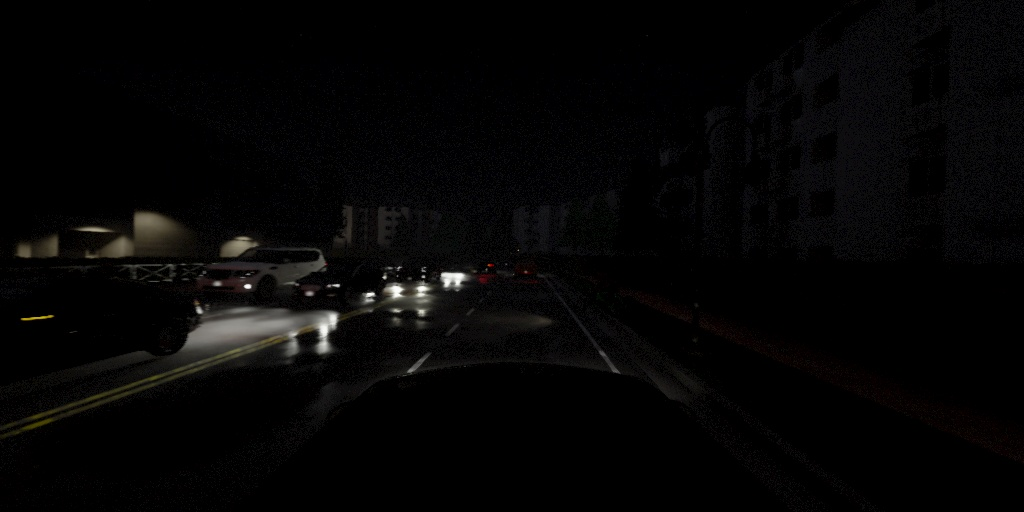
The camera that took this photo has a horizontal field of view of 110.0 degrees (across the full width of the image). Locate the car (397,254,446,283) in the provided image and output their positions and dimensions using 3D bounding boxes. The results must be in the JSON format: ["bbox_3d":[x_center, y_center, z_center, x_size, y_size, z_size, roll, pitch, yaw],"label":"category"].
[{"bbox_3d":[-6.271,0.811,24.516,2.097,1.767,4.553,2,0,2],"label":"car"}]

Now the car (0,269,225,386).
[{"bbox_3d":[-7.006,1.051,5.176,1.812,1.442,4.674,2,0,1],"label":"car"}]

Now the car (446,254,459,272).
[{"bbox_3d":[-5.936,0.563,29.290,1.837,1.490,4.892,2,0,2],"label":"car"}]

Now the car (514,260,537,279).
[{"bbox_3d":[1.191,1.128,31.448,1.882,1.535,5.008,2,0,1],"label":"car"}]

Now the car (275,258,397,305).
[{"bbox_3d":[-6.673,0.985,14.427,2.128,1.511,4.902,2,0,2],"label":"car"}]

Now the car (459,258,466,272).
[{"bbox_3d":[-6.001,0.899,38.045,2.128,1.511,4.902,2,0,-3],"label":"car"}]

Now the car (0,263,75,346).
[{"bbox_3d":[-10.546,0.923,5.398,1.837,1.490,4.892,2,0,2],"label":"car"}]

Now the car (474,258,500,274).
[{"bbox_3d":[-2.456,1.025,36.227,1.837,1.490,4.892,2,0,-1],"label":"car"}]

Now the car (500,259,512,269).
[{"bbox_3d":[-1.355,1.055,50.134,1.994,1.385,4.181,2,0,-17],"label":"car"}]

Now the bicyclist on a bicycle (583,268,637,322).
[{"bbox_3d":[2.926,1.154,10.957,1.656,1.620,0.582,-8,0,2],"label":"bicyclist on a bicycle"}]

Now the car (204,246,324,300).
[{"bbox_3d":[-10.128,0.608,15.237,2.150,2.045,5.566,2,0,2],"label":"car"}]
